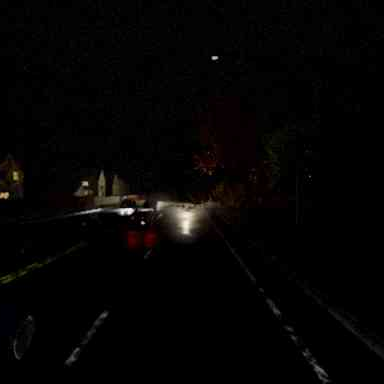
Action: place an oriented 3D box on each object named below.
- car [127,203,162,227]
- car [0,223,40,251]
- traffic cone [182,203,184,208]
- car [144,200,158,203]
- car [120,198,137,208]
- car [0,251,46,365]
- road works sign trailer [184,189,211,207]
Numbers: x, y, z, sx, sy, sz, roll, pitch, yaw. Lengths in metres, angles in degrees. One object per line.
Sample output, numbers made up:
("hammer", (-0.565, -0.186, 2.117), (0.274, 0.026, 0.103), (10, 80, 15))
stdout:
("car", (-3.181, 1.731, 23.751), (1.895, 1.301, 4.718), (0, 0, 0))
("car", (-6.614, 1.658, 10.184), (1.895, 1.301, 4.718), (0, 0, 0))
("traffic cone", (-1.449, 2.214, 51.543), (0.340, 0.580, 0.340), (0, 0, 0))
("car", (-6.634, 1.866, 53.046), (1.895, 1.301, 4.718), (0, 0, 0))
("car", (-9.891, 1.751, 52.059), (2.128, 1.511, 4.902), (0, 0, 0))
("car", (-3.154, 1.618, 2.955), (1.895, 1.301, 4.718), (0, 0, 0))
("road works sign trailer", (0.533, 1.306, 52.753), (3.560, 2.880, 2.380), (3, 35, -50))
